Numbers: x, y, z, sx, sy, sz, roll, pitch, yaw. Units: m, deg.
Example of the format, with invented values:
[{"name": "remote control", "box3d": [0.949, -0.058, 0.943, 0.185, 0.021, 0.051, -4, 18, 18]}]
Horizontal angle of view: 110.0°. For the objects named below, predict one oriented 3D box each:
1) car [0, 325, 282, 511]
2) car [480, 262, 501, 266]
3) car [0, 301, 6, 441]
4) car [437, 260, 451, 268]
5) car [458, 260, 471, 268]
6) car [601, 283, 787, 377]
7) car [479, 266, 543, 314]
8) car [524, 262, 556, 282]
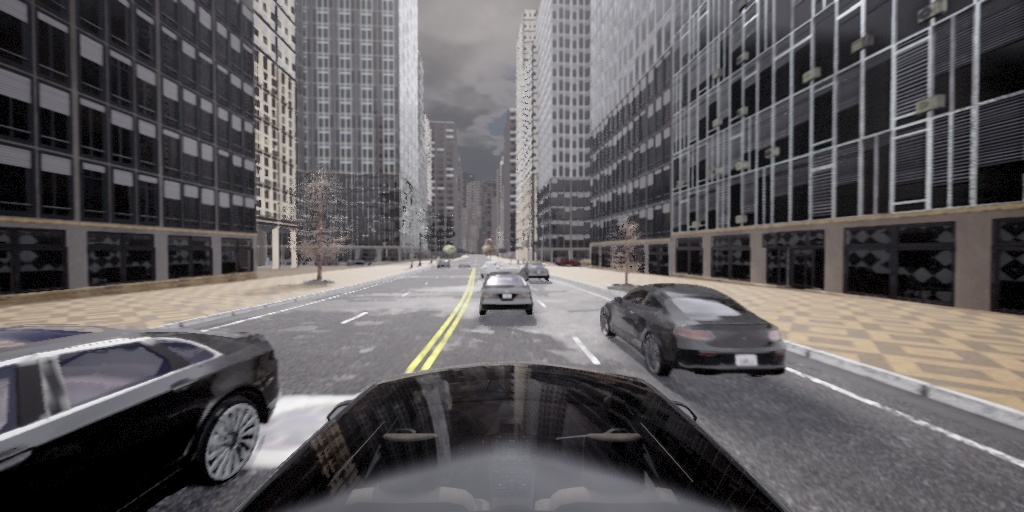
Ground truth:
[{"name": "car", "box3d": [-3.374, 1.247, 1.799, 2.128, 1.511, 4.902, 0, 0, 0]}, {"name": "car", "box3d": [-2.026, 1.249, 34.305, 1.812, 1.442, 4.674, 0, 0, -5]}, {"name": "car", "box3d": [-6.619, 1.253, 1.486, 2.128, 1.511, 4.902, 0, 0, 0]}, {"name": "car", "box3d": [-10.989, 1.277, 58.288, 1.994, 1.385, 4.181, 0, 0, -5]}, {"name": "car", "box3d": [-7.769, 1.301, 58.784, 1.895, 1.301, 4.718, 0, 0, -5]}, {"name": "car", "box3d": [3.192, 1.264, 7.246, 1.812, 1.442, 4.674, 0, 0, -1]}, {"name": "car", "box3d": [-0.270, 1.288, 13.615, 2.033, 1.411, 5.357, 0, 0, -3]}, {"name": "car", "box3d": [1.762, 1.266, 28.875, 2.033, 1.411, 5.357, 0, 0, -5]}]
